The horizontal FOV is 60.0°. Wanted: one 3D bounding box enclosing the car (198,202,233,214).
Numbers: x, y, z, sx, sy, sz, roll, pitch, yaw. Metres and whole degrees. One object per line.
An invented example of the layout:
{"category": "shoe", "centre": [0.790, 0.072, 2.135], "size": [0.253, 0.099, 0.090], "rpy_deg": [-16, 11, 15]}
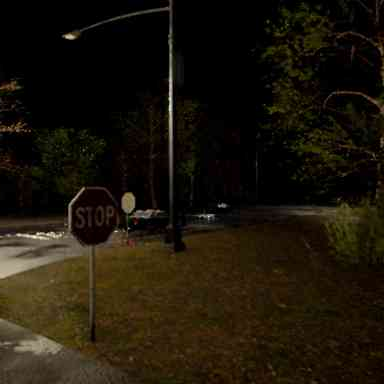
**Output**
{"category": "car", "centre": [2.931, 1.923, 40.000], "size": [2.033, 1.411, 5.357], "rpy_deg": [-1, 0, 36]}

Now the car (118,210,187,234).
{"category": "car", "centre": [-2.329, 1.796, 20.881], "size": [1.895, 1.301, 4.718], "rpy_deg": [-1, -1, 36]}

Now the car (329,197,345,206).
{"category": "car", "centre": [26.918, 1.942, 61.935], "size": [1.882, 1.535, 5.008], "rpy_deg": [0, 0, 32]}
